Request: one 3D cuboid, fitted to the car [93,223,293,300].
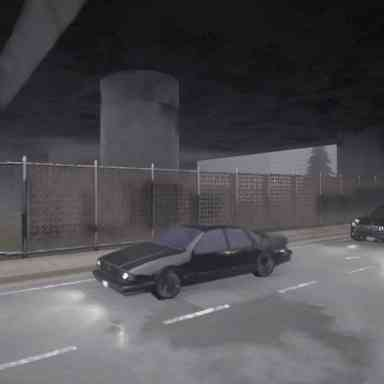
[{"bbox_3d":[0.320,1.548,8.586,5.357,1.411,2.033,0,0,-36],"label":"car"}]

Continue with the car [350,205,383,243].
[{"bbox_3d":[9.179,1.352,15.092,4.553,1.767,2.097,0,0,-36],"label":"car"}]
